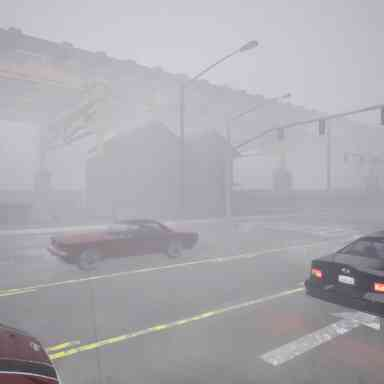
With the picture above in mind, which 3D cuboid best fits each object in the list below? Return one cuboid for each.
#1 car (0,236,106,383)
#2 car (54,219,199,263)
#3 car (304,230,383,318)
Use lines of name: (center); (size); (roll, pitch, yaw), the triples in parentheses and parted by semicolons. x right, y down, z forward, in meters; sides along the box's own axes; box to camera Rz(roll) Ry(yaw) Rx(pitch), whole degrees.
car: (-2.989, 1.352, 1.615); (4.553, 1.767, 2.097); (0, 0, -36)
car: (-2.179, 1.601, 11.027); (4.718, 1.301, 1.895); (0, 0, -35)
car: (4.692, 1.547, 7.133); (5.357, 1.411, 2.033); (0, 0, -35)
